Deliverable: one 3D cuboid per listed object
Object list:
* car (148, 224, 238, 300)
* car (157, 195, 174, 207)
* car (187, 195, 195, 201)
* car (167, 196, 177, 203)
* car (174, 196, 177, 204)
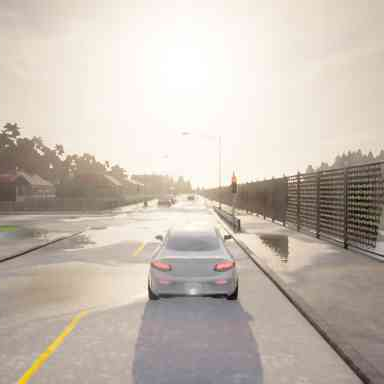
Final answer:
[{"bbox_3d":[0.029,1.526,8.243,1.812,1.442,4.674,0,0,0],"label":"car"},{"bbox_3d":[-4.256,1.477,51.782,1.882,1.535,5.008,0,0,0],"label":"car"},{"bbox_3d":[-0.275,1.477,86.366,1.882,1.535,5.008,0,0,0],"label":"car"},{"bbox_3d":[-4.225,1.524,71.625,1.812,1.442,4.674,0,0,0],"label":"car"},{"bbox_3d":[-4.257,1.352,61.712,2.097,1.767,4.553,0,0,0],"label":"car"}]
